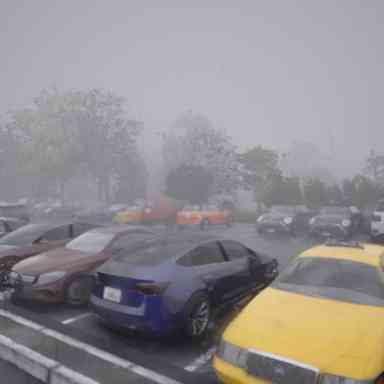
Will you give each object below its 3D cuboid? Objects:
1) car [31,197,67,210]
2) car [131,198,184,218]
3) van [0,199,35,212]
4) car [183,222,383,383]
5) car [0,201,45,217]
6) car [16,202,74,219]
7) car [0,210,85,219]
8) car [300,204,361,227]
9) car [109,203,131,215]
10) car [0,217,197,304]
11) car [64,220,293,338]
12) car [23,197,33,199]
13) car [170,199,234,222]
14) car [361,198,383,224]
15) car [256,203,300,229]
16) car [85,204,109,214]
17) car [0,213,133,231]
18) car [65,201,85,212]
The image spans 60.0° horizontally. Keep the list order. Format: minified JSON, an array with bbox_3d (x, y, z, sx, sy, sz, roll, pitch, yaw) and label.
[{"bbox_3d":[-12.554,1.652,32.194,2.185,1.767,4.553,-1,0,36],"label":"car"},{"bbox_3d":[-1.354,1.413,24.135,2.435,2.045,5.566,-1,0,36],"label":"car"},{"bbox_3d":[-9.070,1.438,13.395,1.878,1.987,4.442,-1,0,36],"label":"van"},{"bbox_3d":[2.290,1.543,5.141,1.946,1.575,5.366,-1,0,36],"label":"car"},{"bbox_3d":[-19.353,1.841,37.050,2.097,1.535,5.008,-1,0,36],"label":"car"},{"bbox_3d":[-14.830,1.801,33.799,2.231,1.521,4.892,-1,0,36],"label":"car"},{"bbox_3d":[-6.644,1.640,11.786,2.231,1.521,4.892,-1,0,36],"label":"car"},{"bbox_3d":[7.692,1.445,17.634,2.185,1.767,4.553,-1,0,36],"label":"car"},{"bbox_3d":[-3.521,1.684,25.888,1.946,1.575,5.366,-1,0,36],"label":"car"},{"bbox_3d":[-2.119,1.633,8.543,2.002,1.452,4.674,-1,0,36],"label":"car"},{"bbox_3d":[0.156,1.599,6.940,2.163,1.488,4.792,-1,0,36],"label":"car"},{"bbox_3d":[-17.111,1.569,35.398,2.435,2.045,5.566,-1,0,36],"label":"car"},{"bbox_3d":[0.974,1.514,22.388,2.185,1.767,4.553,-1,0,36],"label":"car"},{"bbox_3d":[10.052,1.295,15.933,2.435,2.045,5.566,-1,0,36],"label":"car"},{"bbox_3d":[5.431,1.469,19.260,2.185,1.767,4.553,-1,0,36],"label":"car"},{"bbox_3d":[-5.786,1.710,27.294,2.097,1.535,5.008,-1,0,36],"label":"car"},{"bbox_3d":[-4.397,1.645,10.142,2.163,1.488,4.792,-1,0,36],"label":"car"},{"bbox_3d":[-8.068,1.762,28.892,2.163,1.488,4.792,-1,0,36],"label":"car"}]
